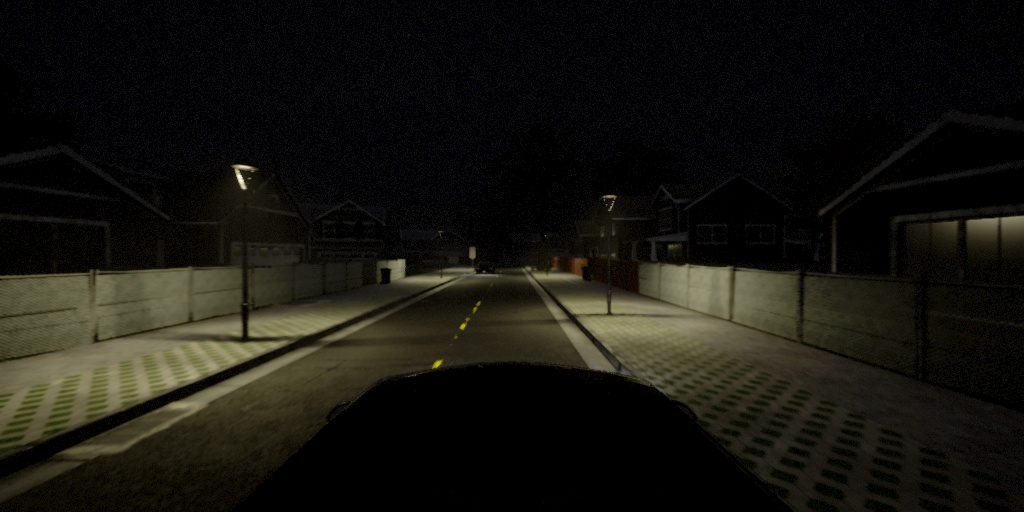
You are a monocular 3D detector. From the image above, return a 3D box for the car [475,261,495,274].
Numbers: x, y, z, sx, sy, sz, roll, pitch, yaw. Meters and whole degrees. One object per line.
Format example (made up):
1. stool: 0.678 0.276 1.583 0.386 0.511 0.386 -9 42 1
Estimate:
1. car: -2.849 1.204 39.253 2.033 1.411 5.357 0 0 0
